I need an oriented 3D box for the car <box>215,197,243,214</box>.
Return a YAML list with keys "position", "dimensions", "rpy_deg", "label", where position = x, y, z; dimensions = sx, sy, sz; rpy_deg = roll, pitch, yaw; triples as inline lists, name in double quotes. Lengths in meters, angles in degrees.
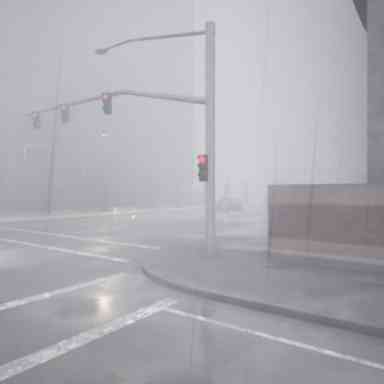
- position: [3.831, 1.401, 36.555]
  dimensions: [2.097, 1.767, 4.553]
  rpy_deg: [0, 0, 36]
  label: "car"
